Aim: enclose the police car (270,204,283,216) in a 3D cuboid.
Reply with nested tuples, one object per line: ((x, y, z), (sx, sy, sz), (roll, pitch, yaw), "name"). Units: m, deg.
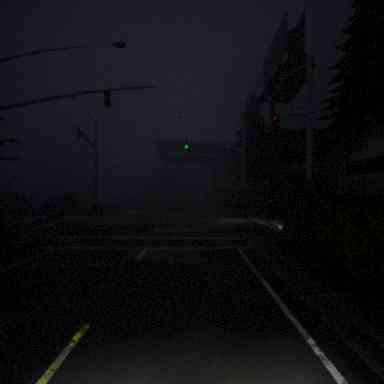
((8.377, 1.076, 24.005), (5.238, 1.638, 1.930), (0, 0, 0), "police car")

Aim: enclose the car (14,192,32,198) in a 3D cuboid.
((-42.510, 0.819, 83.626), (3.633, 1.501, 1.845), (0, 0, 0), "car")

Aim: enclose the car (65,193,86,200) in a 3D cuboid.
((-24.015, 0.863, 68.755), (3.633, 1.501, 1.845), (0, 0, 0), "car")

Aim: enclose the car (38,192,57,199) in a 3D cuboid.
((-35.073, 0.848, 80.687), (3.806, 1.475, 1.970), (0, 0, 0), "car")

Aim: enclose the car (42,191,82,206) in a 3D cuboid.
((-16.758, 0.791, 43.058), (3.866, 1.878, 1.905), (0, 0, 0), "car")

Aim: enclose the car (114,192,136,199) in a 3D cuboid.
((-16.407, 0.794, 80.644), (5.027, 1.636, 2.152), (0, 0, 0), "car")

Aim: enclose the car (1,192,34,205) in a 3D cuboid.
((-24.644, 0.790, 46.301), (4.605, 1.855, 1.932), (0, 0, 0), "car")

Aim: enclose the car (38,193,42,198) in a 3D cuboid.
((-24.002, 0.907, 58.763), (4.514, 1.523, 2.007), (0, 0, 0), "car")

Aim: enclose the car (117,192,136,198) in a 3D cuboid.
((-16.476, 0.782, 83.780), (4.514, 1.523, 2.007), (0, 0, 0), "car")

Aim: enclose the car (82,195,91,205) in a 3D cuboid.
((-16.165, 1.052, 46.388), (3.806, 1.475, 1.970), (0, 0, 0), "car")
